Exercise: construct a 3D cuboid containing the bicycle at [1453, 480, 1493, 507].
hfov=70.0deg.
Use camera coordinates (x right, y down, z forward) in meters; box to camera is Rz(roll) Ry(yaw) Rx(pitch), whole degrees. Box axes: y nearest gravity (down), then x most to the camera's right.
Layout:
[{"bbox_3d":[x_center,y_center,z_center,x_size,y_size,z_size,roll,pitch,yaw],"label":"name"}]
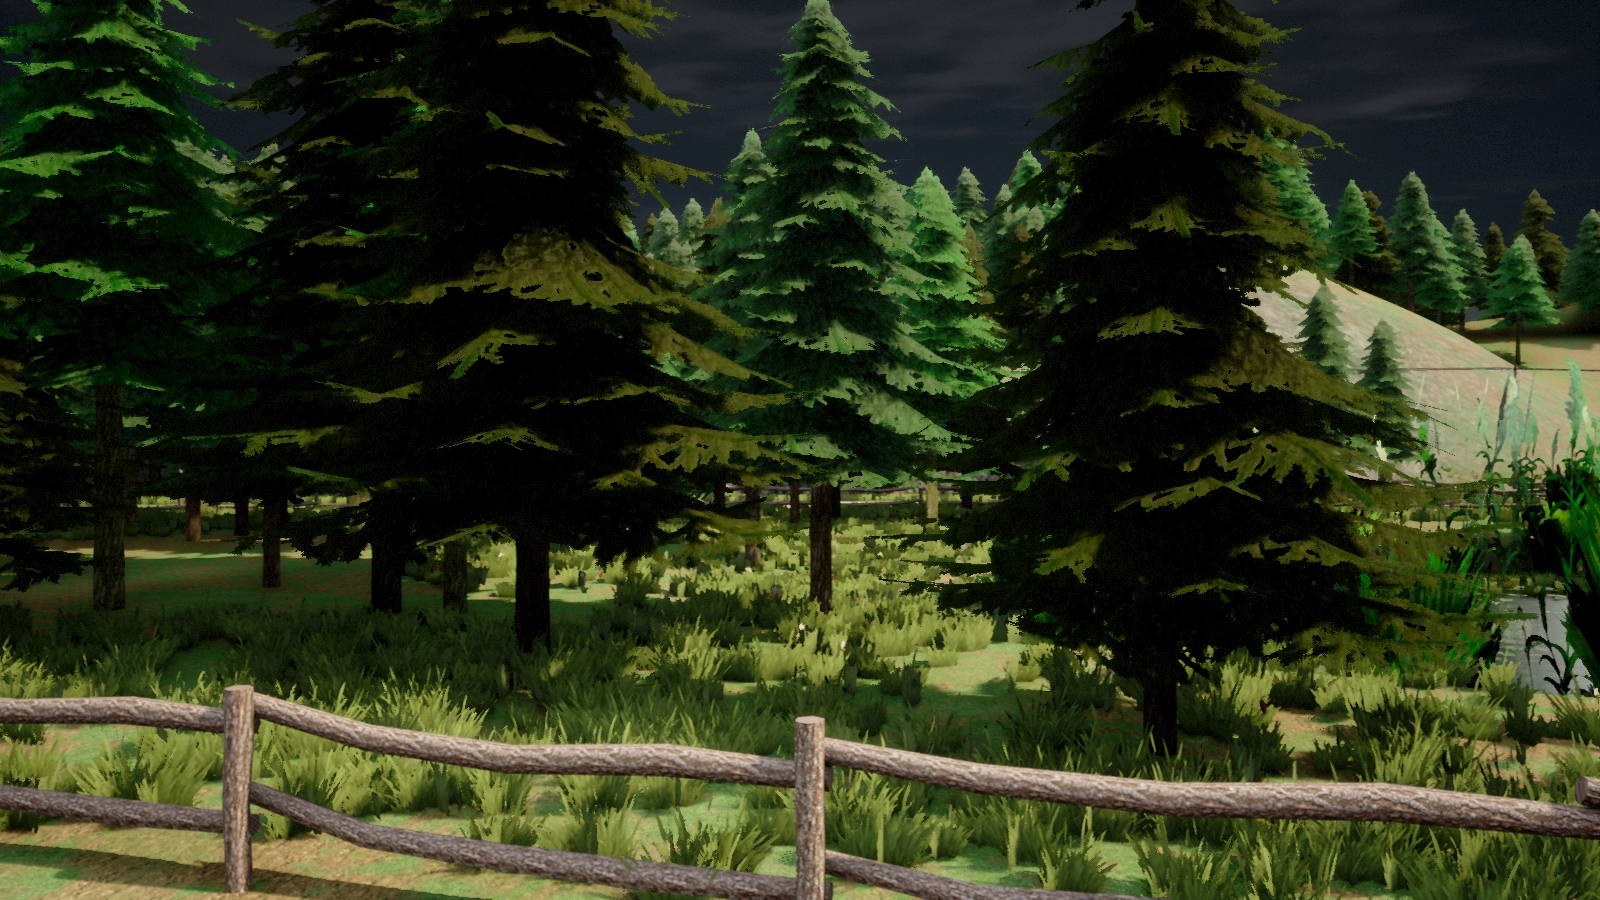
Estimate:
[{"bbox_3d":[33.564,2.158,56.992,1.487,1.276,0.859,0,0,8],"label":"bicycle"}]
